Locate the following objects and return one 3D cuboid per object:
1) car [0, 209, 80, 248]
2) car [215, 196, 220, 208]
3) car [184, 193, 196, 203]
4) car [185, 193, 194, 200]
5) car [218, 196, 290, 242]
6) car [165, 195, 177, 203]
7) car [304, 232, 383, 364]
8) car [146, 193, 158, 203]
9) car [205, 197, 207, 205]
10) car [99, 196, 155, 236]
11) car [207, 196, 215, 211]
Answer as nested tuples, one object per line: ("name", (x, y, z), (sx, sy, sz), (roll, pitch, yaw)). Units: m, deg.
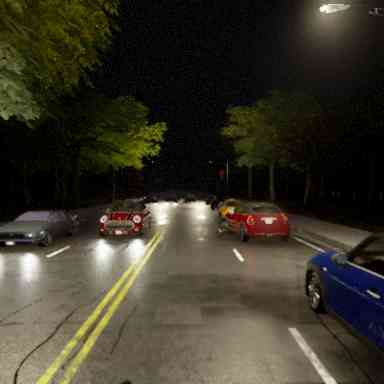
("car", (-6.628, 1.473, 14.781), (2.033, 1.411, 5.357), (0, 0, 0))
("car", (3.168, 1.306, 26.934), (1.801, 1.575, 5.366), (0, 0, 0))
("car", (-0.351, 1.155, 57.863), (2.033, 1.411, 5.357), (0, 1, -1))
("car", (-0.600, 0.934, 76.016), (2.033, 1.411, 5.357), (0, 1, -1))
("car", (2.940, 1.269, 16.245), (2.097, 1.767, 4.553), (0, 0, -9))
("car", (-3.661, 1.205, 58.275), (1.895, 1.301, 4.718), (0, 1, 0))
("car", (3.247, 1.330, 4.692), (2.097, 1.767, 4.553), (0, 0, 0))
("car", (-6.897, 0.976, 56.170), (2.097, 1.767, 4.553), (0, 1, 0))
("car", (2.996, 1.250, 48.766), (1.994, 1.385, 4.181), (0, 0, -1))
("car", (-3.389, 1.262, 17.569), (2.097, 1.767, 4.553), (0, 0, 0))
("car", (3.094, 1.203, 37.755), (2.033, 1.649, 4.856), (0, 0, 0))
